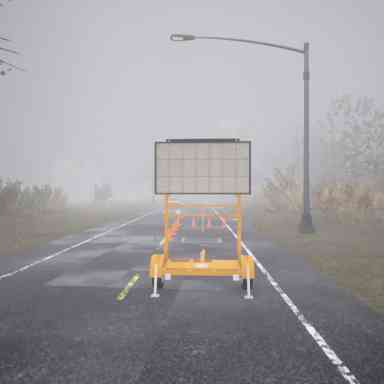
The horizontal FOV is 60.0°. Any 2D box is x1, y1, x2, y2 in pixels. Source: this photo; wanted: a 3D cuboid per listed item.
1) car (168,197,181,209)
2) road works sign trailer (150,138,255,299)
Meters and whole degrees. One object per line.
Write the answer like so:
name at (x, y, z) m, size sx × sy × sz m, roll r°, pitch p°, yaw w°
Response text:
car at (-2.531, 1.457, 44.889) m, size 1.882 × 1.535 × 5.008 m, roll 0°, pitch 0°, yaw 1°
road works sign trailer at (0.273, 0.461, 8.470) m, size 2.380 × 3.560 × 2.880 m, roll 0°, pitch 0°, yaw 3°
